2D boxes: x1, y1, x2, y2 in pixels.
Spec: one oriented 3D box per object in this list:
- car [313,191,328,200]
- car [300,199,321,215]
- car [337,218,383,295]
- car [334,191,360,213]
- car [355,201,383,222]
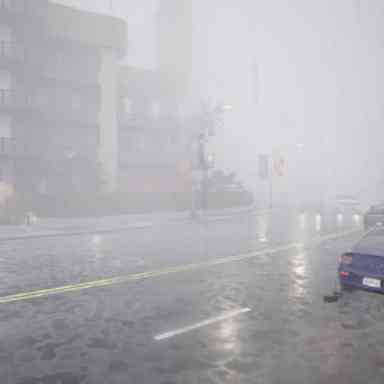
[{"bbox_3d":[34.339,1.210,86.109,2.185,1.767,4.553,0,0,-24],"label":"car"},{"bbox_3d":[12.305,1.507,34.479,1.812,1.442,4.674,0,0,23],"label":"car"},{"bbox_3d":[5.053,1.523,7.755,4.674,1.442,1.812,0,0,-42],"label":"car"},{"bbox_3d":[16.643,1.207,35.902,2.150,2.045,5.566,0,0,19],"label":"car"},{"bbox_3d":[11.500,1.482,19.638,2.128,1.511,4.902,0,0,38],"label":"car"}]
